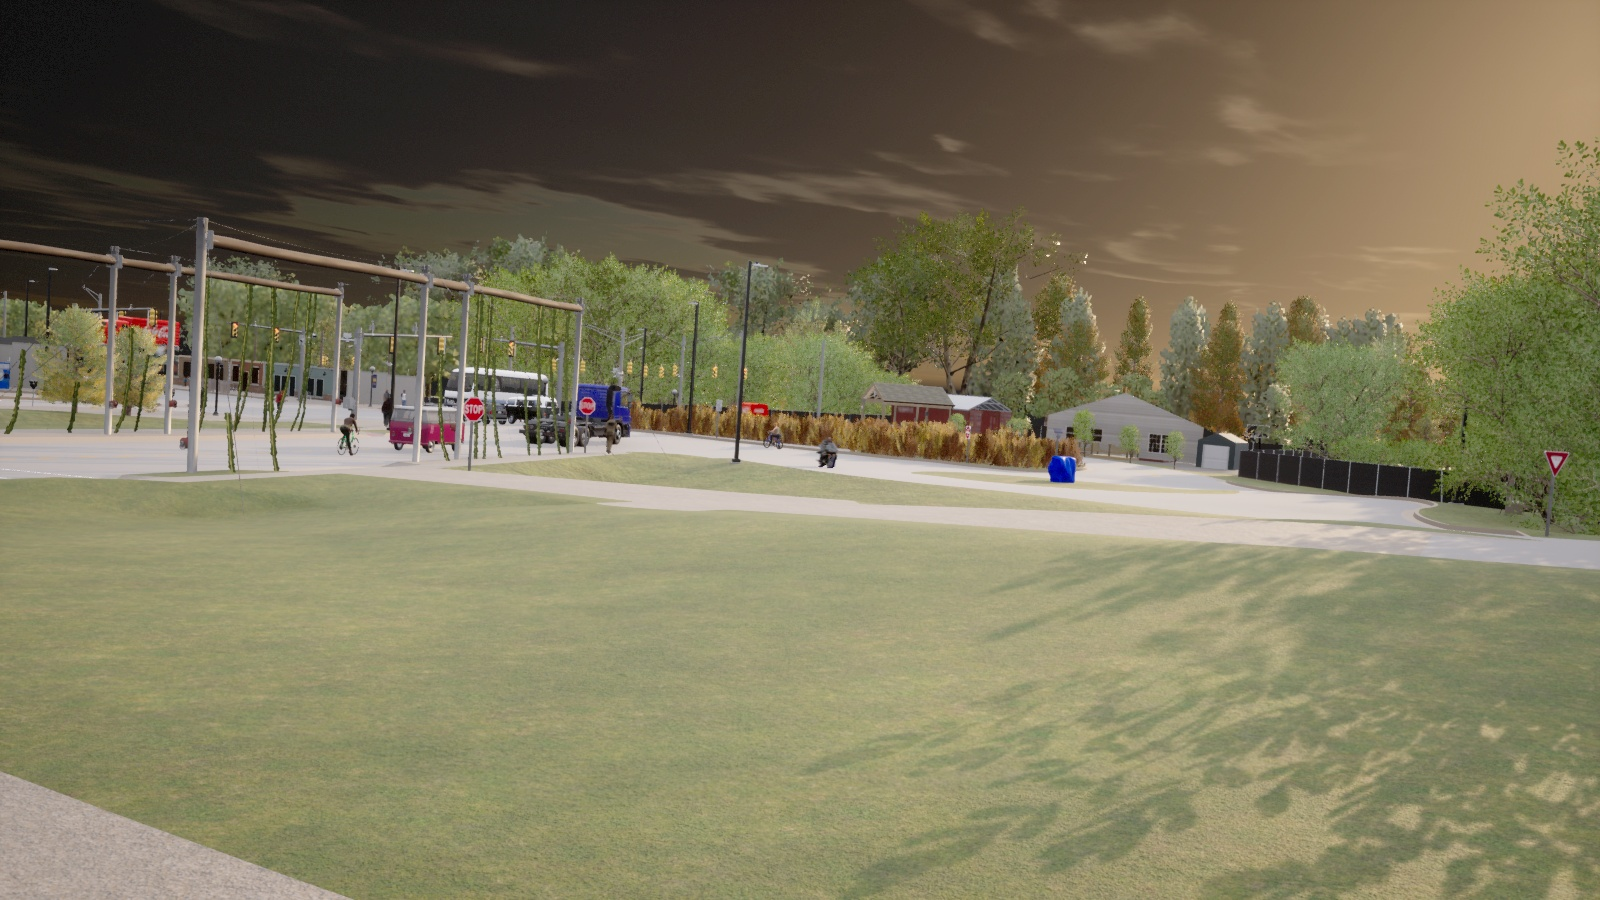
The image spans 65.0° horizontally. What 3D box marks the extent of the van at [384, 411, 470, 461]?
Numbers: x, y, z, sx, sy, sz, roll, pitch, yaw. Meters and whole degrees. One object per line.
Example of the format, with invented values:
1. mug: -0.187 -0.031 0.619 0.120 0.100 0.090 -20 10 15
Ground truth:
1. van: -16.400 -0.648 55.472 1.775 1.987 4.442 4 2 10

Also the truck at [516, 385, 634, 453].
1. truck: -12.515 -1.825 70.636 2.891 3.462 7.936 4 4 19

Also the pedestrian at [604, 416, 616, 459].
1. pedestrian: -8.887 -0.596 58.717 0.396 1.930 0.692 3 3 -5

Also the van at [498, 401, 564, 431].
1. van: -19.253 -2.460 89.872 4.480 2.038 2.069 3 3 36

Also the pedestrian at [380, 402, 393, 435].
1. pedestrian: -24.112 -1.839 73.251 0.634 1.844 0.899 2 3 -14

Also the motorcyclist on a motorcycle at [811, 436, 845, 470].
1. motorcyclist on a motorcycle: 1.297 0.140 59.023 0.866 1.530 2.191 4 0 -17

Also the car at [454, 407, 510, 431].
1. car: -22.143 -2.190 87.419 3.705 1.549 1.789 3 3 35
